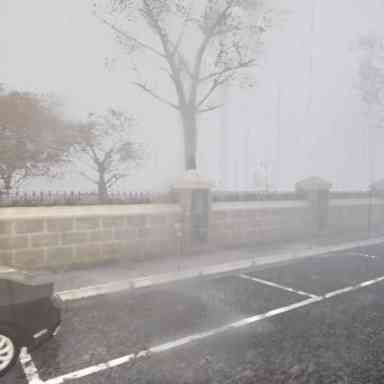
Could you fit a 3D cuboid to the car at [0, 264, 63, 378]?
[{"bbox_3d":[-3.837,1.552,3.820,4.403,1.369,2.008,0,0,-36],"label":"car"}]
